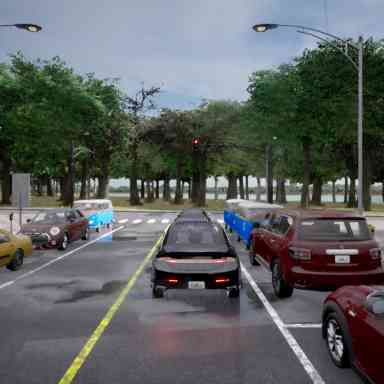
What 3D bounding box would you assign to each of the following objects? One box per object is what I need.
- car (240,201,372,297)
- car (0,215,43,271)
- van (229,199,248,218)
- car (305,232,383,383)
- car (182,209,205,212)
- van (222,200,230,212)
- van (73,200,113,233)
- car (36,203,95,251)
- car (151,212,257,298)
[{"bbox_3d":[2.759,1.315,8.488,2.192,1.841,5.009,0,0,0],"label":"car"},{"bbox_3d":[-5.766,1.526,8.317,1.752,1.417,4.829,0,0,0],"label":"car"},{"bbox_3d":[2.758,1.342,13.926,1.690,1.788,3.998,0,0,0],"label":"van"},{"bbox_3d":[2.760,1.440,3.051,1.967,1.590,4.097,0,0,0],"label":"car"},{"bbox_3d":[0.053,1.565,17.438,1.994,1.385,4.181,0,0,1],"label":"car"},{"bbox_3d":[2.757,1.343,19.363,1.690,1.788,3.998,0,0,0],"label":"van"},{"bbox_3d":[-5.769,1.343,19.362,1.690,1.788,3.998,0,0,0],"label":"van"},{"bbox_3d":[-5.767,1.441,13.924,1.967,1.590,4.097,0,0,0],"label":"car"},{"bbox_3d":[0.088,1.492,8.520,2.128,1.511,4.902,0,0,0],"label":"car"}]
